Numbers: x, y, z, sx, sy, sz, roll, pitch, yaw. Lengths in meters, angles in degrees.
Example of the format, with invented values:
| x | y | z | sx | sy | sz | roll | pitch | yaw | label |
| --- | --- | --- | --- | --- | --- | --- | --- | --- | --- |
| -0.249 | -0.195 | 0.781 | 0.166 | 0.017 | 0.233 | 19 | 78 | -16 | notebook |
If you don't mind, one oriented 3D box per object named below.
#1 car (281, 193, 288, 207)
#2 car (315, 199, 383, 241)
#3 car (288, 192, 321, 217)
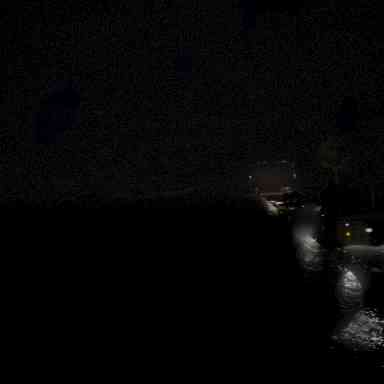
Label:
| x | y | z | sx | sy | sz | roll | pitch | yaw | label |
| --- | --- | --- | --- | --- | --- | --- | --- | --- | --- |
| 10.418 | 0.739 | 34.785 | 2.033 | 1.411 | 5.357 | -3 | 1 | 10 | car |
| 6.930 | 1.198 | 14.369 | 1.994 | 1.385 | 4.181 | -3 | 1 | 10 | car |
| 8.611 | 0.908 | 24.296 | 2.128 | 1.511 | 4.902 | -3 | 1 | 10 | car |
